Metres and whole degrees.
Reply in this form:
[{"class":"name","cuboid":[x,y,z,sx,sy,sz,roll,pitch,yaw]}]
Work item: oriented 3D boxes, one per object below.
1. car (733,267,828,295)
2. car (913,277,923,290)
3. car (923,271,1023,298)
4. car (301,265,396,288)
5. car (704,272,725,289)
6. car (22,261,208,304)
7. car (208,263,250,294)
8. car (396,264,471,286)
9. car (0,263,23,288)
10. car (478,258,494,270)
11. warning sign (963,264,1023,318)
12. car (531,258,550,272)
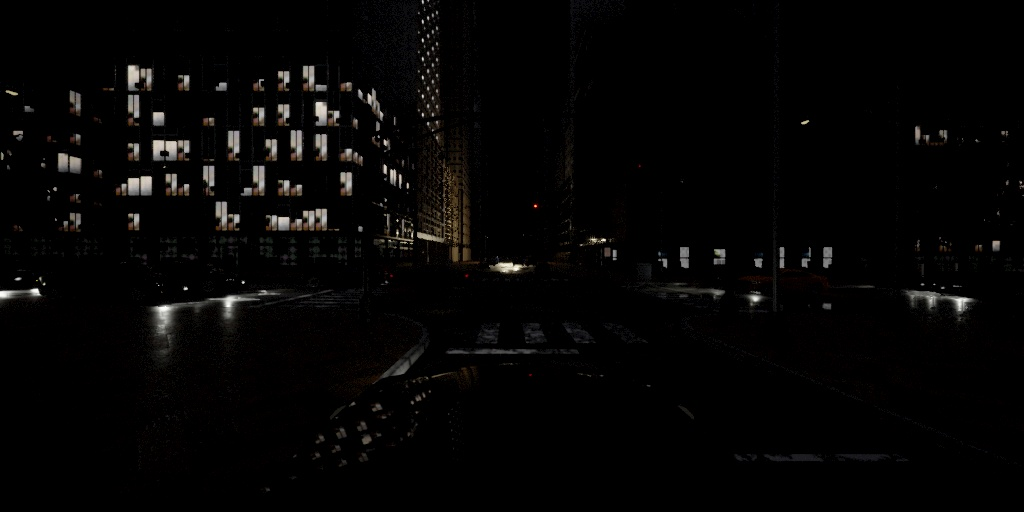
[{"class":"car","cuboid":[16.749,1.554,22.317,5.008,1.535,1.882,1,0,-3]},{"class":"car","cuboid":[32.418,1.861,26.297,4.892,1.490,1.837,1,0,-3]},{"class":"car","cuboid":[29.837,1.815,22.925,4.892,1.490,1.837,1,0,-3]},{"class":"car","cuboid":[-9.613,1.195,21.091,4.718,1.301,1.895,1,0,-3]},{"class":"car","cuboid":[16.342,1.546,25.551,5.008,1.535,1.882,1,0,-3]},{"class":"car","cuboid":[-15.362,0.998,14.112,4.892,1.490,1.837,1,0,-3]},{"class":"car","cuboid":[-15.510,0.994,17.358,4.892,1.490,1.837,1,0,-3]},{"class":"car","cuboid":[-5.493,1.263,24.537,5.357,1.411,2.033,2,0,-3]},{"class":"car","cuboid":[-25.388,0.873,16.903,4.181,1.385,1.994,1,0,-3]},{"class":"car","cuboid":[-4.039,1.342,52.171,1.802,1.307,4.207,0,0,0]},{"class":"warning sign","cuboid":[17.272,1.204,12.881,1.060,1.860,1.300,0,0,-3]},{"class":"car","cuboid":[3.915,1.329,46.680,1.948,1.339,4.313,0,0,0]}]
